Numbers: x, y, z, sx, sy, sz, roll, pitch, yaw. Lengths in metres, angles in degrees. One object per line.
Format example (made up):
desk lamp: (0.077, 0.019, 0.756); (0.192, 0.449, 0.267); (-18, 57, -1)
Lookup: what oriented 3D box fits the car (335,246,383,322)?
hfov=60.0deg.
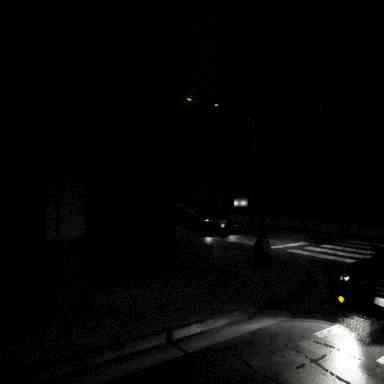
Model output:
car: (4.633, 1.560, 6.396); (4.181, 1.385, 1.994); (0, 0, -36)

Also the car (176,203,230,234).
car: (0.079, 1.406, 18.631); (2.128, 1.511, 4.902); (0, 0, -37)
